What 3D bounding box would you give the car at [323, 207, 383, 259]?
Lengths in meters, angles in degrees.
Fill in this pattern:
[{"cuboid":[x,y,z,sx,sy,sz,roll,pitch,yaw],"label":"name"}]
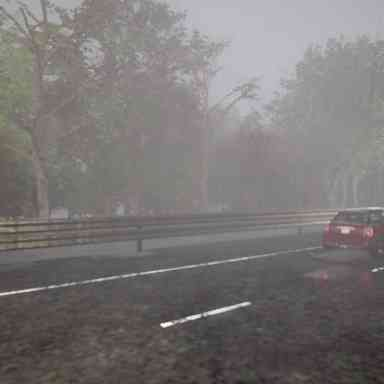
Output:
[{"cuboid":[7.357,1.487,13.458,4.553,1.767,2.097,1,-1,-36],"label":"car"}]
